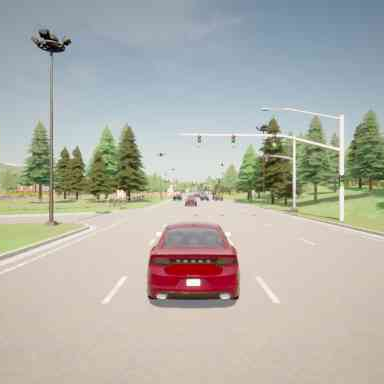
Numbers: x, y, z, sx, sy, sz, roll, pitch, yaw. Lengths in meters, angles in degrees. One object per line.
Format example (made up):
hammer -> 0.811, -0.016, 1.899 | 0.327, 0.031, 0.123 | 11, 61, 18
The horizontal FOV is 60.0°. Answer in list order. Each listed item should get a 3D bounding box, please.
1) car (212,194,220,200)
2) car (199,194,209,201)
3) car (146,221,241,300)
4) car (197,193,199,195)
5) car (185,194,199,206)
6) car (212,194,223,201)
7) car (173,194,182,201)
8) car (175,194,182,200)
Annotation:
car -> 6.724, 1.372, 94.115 | 2.033, 1.411, 5.357 | 0, 0, 0
car -> 3.254, 1.516, 84.101 | 1.812, 1.442, 4.674 | 0, 0, 0
car -> 0.038, 1.478, 8.459 | 1.882, 1.535, 5.008 | 0, 0, 0
car -> 3.224, 1.357, 94.105 | 2.128, 1.511, 4.902 | 0, 0, 0
car -> -0.155, 1.525, 53.062 | 1.812, 1.442, 4.674 | 0, 0, 0
car -> 6.755, 1.516, 83.695 | 2.128, 1.511, 4.902 | 0, 0, 0
car -> -3.745, 1.469, 83.664 | 1.882, 1.535, 5.008 | 0, 0, 0
car -> -3.776, 1.310, 94.084 | 1.882, 1.535, 5.008 | 0, 0, 0
